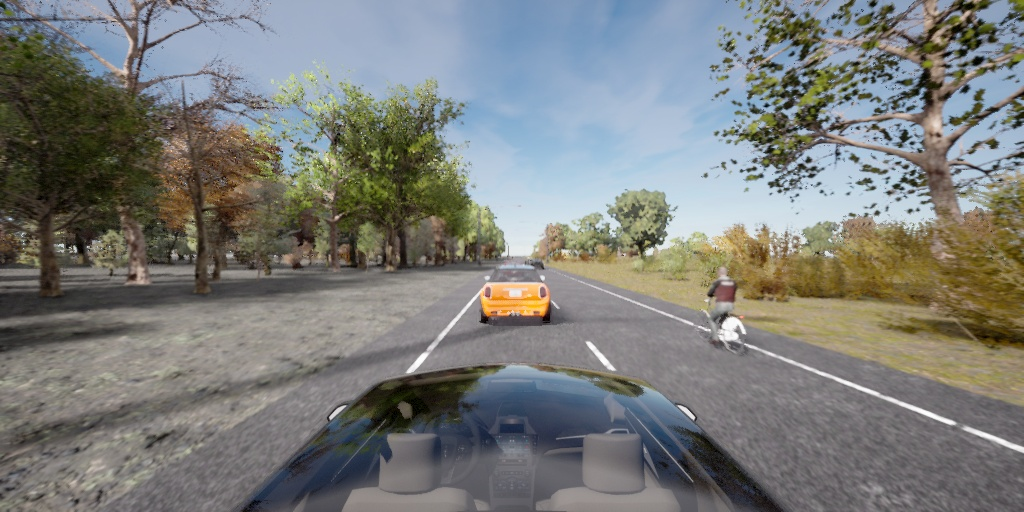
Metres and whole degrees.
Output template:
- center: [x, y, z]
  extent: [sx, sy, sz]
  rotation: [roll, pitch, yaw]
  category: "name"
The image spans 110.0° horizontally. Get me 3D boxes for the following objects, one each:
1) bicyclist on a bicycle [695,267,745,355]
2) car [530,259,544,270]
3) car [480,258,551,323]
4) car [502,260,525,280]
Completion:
- center: [4.468, 1.113, 7.817]
  extent: [0.659, 1.776, 1.843]
  rotation: [0, 0, 0]
  category: "bicyclist on a bicycle"
- center: [3.616, 1.195, 52.659]
  extent: [1.837, 1.490, 4.892]
  rotation: [0, 0, 0]
  category: "car"
- center: [0.101, 1.089, 12.259]
  extent: [2.097, 1.767, 4.553]
  rotation: [0, 0, 0]
  category: "car"
- center: [0.110, 1.191, 31.762]
  extent: [1.882, 1.535, 5.008]
  rotation: [0, 0, 0]
  category: "car"
